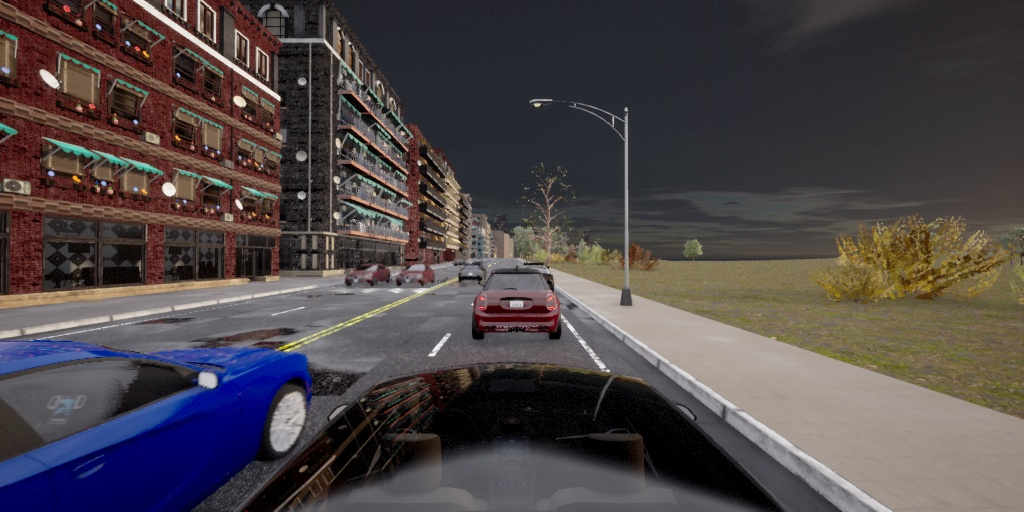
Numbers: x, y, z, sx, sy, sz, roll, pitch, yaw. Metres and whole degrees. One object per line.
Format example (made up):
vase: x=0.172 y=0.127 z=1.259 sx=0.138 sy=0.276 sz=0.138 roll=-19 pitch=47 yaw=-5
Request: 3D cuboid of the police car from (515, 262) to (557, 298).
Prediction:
police car: x=1.173 y=1.178 z=19.680 sx=1.930 sy=1.638 sz=5.238 roll=0 pitch=0 yaw=0

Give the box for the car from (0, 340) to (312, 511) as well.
car: x=-3.153 y=1.228 z=1.968 sx=1.882 sy=1.535 sz=5.008 roll=0 pitch=0 yaw=0

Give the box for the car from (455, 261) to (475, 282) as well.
car: x=-3.095 y=1.316 z=28.801 sx=1.994 sy=1.385 sz=4.181 roll=0 pitch=0 yaw=0

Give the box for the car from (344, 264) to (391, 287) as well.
car: x=-9.804 y=1.278 z=24.847 sx=1.812 sy=1.442 sz=4.674 roll=0 pitch=0 yaw=0

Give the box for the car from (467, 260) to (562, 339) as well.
car: x=0.112 y=1.103 z=10.184 sx=2.097 sy=1.767 sz=4.553 roll=0 pitch=0 yaw=0

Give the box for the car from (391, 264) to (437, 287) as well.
car: x=-6.554 y=1.278 z=24.862 sx=1.812 sy=1.442 sz=4.674 roll=0 pitch=0 yaw=0
